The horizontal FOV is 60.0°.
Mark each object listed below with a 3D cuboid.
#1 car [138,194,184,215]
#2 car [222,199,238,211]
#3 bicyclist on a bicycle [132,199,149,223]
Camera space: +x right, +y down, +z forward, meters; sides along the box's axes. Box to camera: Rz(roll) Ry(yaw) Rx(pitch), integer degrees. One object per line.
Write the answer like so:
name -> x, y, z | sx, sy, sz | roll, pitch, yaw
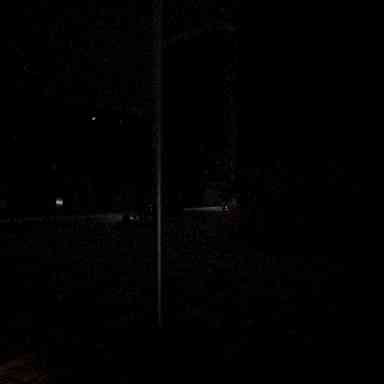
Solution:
car -> -3.098, 1.266, 34.369 | 2.150, 2.045, 5.566 | 0, 0, 36
car -> 5.389, 1.547, 41.196 | 1.812, 1.442, 4.674 | 0, 0, 35
bicyclist on a bicycle -> -3.661, 1.350, 23.488 | 1.656, 1.620, 0.582 | 0, 0, 35
